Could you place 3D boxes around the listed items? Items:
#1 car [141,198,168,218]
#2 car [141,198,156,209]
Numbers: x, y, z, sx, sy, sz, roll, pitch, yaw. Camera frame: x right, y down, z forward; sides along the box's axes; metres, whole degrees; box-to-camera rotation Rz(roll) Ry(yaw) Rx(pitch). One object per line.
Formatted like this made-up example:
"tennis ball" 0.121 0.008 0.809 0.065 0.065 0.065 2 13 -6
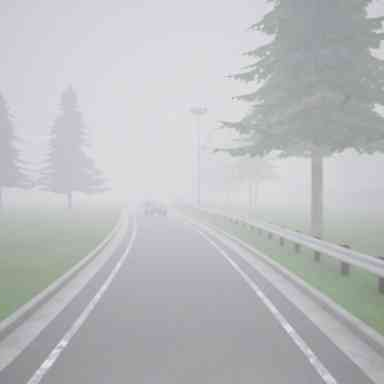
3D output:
"car" -3.311 1.517 29.448 1.895 1.301 4.718 0 0 -10
"car" -5.842 1.477 44.361 1.895 1.301 4.718 0 0 -8
